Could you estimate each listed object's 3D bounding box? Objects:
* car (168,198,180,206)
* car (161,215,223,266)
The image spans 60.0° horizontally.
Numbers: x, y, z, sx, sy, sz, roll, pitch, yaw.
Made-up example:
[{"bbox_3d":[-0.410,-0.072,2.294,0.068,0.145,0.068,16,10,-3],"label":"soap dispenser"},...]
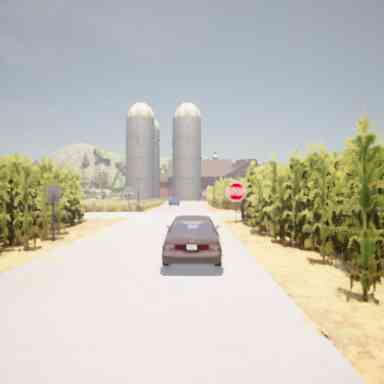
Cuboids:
[{"bbox_3d":[-3.145,1.723,58.474,1.882,1.535,5.008,0,0,0],"label":"car"},{"bbox_3d":[0.024,1.490,11.336,2.033,1.411,5.357,0,1,1],"label":"car"}]
